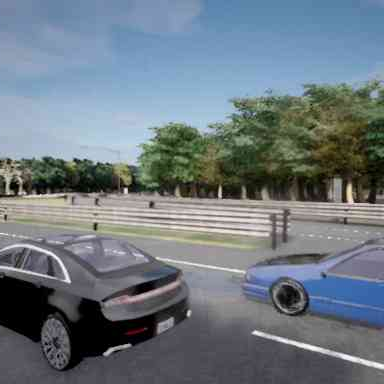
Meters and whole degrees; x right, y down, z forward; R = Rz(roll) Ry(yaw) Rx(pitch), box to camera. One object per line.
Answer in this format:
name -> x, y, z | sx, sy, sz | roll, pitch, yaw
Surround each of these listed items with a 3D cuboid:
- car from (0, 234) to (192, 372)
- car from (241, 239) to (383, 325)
car -> -2.299, 1.483, 5.670 | 4.902, 1.511, 2.128 | 0, 0, 36
car -> 3.591, 1.549, 5.739 | 5.357, 1.411, 2.033 | 0, 0, 36
